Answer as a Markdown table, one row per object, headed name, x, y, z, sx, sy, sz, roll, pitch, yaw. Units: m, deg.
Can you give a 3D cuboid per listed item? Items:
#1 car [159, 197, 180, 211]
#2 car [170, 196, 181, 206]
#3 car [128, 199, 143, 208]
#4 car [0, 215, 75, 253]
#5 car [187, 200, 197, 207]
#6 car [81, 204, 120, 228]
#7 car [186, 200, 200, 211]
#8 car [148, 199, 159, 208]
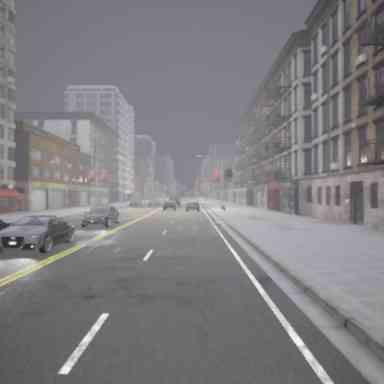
| name | x | y | z | sx | sy | sz | roll | pitch | yaw |
| --- | --- | --- | --- | --- | --- | --- | --- | --- | --- |
| car | -3.140 | 1.876 | 47.488 | 1.837 | 1.490 | 4.892 | 0 | -2 | 0 |
| car | -3.234 | 1.715 | 62.397 | 2.150 | 2.045 | 5.566 | 0 | 0 | 0 |
| car | -9.763 | 2.012 | 58.250 | 2.033 | 1.411 | 5.357 | 0 | 0 | 1 |
| car | -6.496 | 1.677 | 14.023 | 1.994 | 1.385 | 4.181 | 0 | 0 | 0 |
| car | 0.016 | 2.094 | 62.329 | 1.895 | 1.301 | 4.718 | 0 | 0 | 0 |
| car | -6.494 | 1.697 | 24.106 | 1.837 | 1.490 | 4.892 | 0 | 0 | 0 |
| car | 0.113 | 1.862 | 46.804 | 2.128 | 1.511 | 4.902 | 0 | 0 | 0 |
| car | -6.521 | 1.973 | 58.246 | 1.837 | 1.490 | 4.892 | 0 | 0 | 1 |
